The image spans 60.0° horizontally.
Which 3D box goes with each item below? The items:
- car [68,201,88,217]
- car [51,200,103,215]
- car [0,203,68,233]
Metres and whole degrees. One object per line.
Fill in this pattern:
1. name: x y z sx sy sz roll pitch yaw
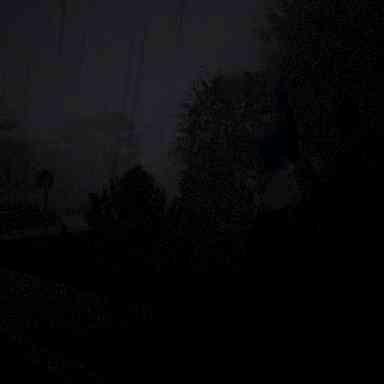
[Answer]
1. car: -11.255 1.731 32.530 1.895 1.301 4.718 0 0 32
2. car: -12.640 1.695 36.881 2.033 1.411 5.357 0 0 32
3. car: -10.459 1.446 20.533 2.097 1.767 4.553 0 0 32
